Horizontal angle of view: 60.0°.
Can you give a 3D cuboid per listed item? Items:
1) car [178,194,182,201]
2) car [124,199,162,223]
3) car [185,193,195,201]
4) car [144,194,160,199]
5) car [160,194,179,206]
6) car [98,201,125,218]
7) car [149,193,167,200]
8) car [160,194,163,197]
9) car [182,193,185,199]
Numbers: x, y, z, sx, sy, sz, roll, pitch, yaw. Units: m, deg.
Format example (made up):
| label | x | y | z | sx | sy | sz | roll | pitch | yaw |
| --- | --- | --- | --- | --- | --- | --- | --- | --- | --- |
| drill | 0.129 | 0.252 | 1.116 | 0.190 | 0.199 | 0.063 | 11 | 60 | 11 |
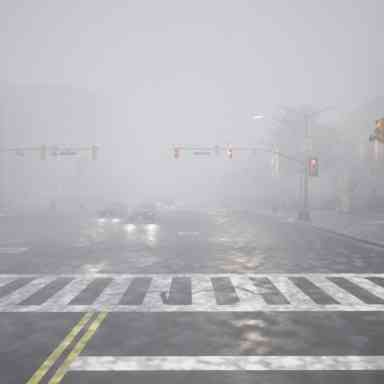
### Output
| label | x | y | z | sx | sy | sz | roll | pitch | yaw |
| --- | --- | --- | --- | --- | --- | --- | --- | --- | --- |
| car | -3.653 | 1.563 | 69.461 | 1.994 | 1.385 | 4.181 | 0 | 0 | 0 |
| car | -3.629 | 1.526 | 25.476 | 1.812 | 1.442 | 4.674 | 0 | 0 | 0 |
| car | -1.292 | 1.225 | 87.845 | 2.150 | 2.045 | 5.566 | 0 | 0 | -29 |
| car | -7.167 | 1.491 | 55.587 | 2.128 | 1.511 | 4.902 | 0 | 0 | 0 |
| car | -3.671 | 1.547 | 56.060 | 2.033 | 1.411 | 5.357 | 0 | 0 | 0 |
| car | -7.135 | 1.547 | 30.732 | 2.033 | 1.411 | 5.357 | 0 | 0 | 0 |
| car | -9.751 | 1.175 | 94.464 | 2.150 | 2.045 | 5.566 | 0 | 0 | -43 |
| car | -7.157 | 1.601 | 69.118 | 1.895 | 1.301 | 4.718 | 0 | 0 | 0 |
| car | -4.335 | 1.355 | 86.140 | 2.097 | 1.767 | 4.553 | 0 | 0 | -29 |
